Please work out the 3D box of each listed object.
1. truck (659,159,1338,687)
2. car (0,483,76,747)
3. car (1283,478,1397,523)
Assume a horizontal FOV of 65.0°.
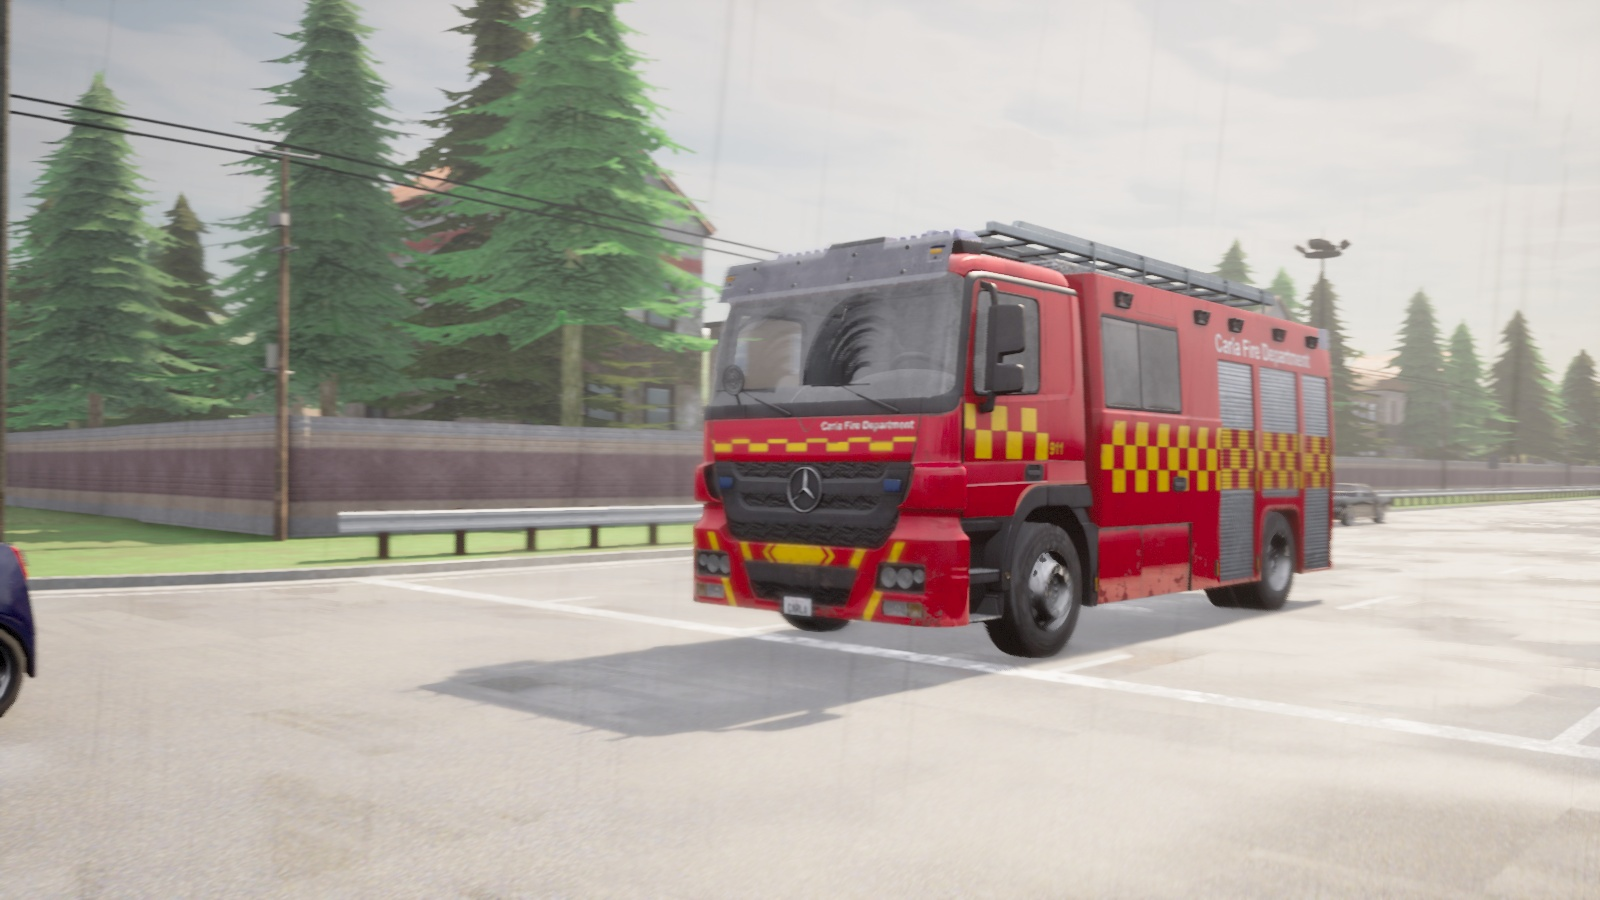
[{"bbox_3d":[2.670,-0.134,13.210,2.891,3.827,8.468,-1,-1,42],"label":"truck"},{"bbox_3d":[-5.923,0.934,6.264,1.845,1.501,3.633,-1,-1,22],"label":"car"},{"bbox_3d":[17.055,1.560,39.543,1.895,1.301,4.718,-1,-1,42],"label":"car"}]
